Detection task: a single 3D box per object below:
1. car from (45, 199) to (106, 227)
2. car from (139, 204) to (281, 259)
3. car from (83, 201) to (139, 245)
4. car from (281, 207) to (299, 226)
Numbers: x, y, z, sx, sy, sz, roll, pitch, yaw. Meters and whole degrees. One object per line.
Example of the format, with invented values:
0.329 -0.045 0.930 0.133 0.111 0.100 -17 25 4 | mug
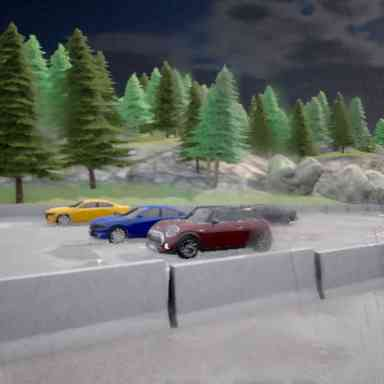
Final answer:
-6.235 1.205 20.358 5.008 1.535 1.882 1 0 -28 | car
0.683 1.273 12.126 4.553 1.767 2.097 1 0 -28 | car
-1.928 1.329 14.713 5.008 1.535 1.882 1 0 -28 | car
4.603 1.500 22.080 5.357 1.411 2.033 1 0 -28 | car
